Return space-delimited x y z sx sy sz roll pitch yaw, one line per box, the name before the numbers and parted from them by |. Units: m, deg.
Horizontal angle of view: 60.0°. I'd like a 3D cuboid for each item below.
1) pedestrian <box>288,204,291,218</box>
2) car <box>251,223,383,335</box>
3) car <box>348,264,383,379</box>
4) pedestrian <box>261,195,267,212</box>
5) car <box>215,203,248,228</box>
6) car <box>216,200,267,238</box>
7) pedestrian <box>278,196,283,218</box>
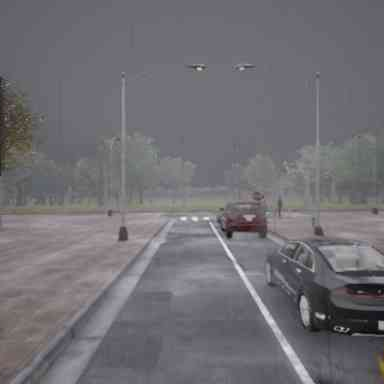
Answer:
pedestrian | 8.018 1.548 27.324 0.500 1.100 0.500 0 0 0
car | 2.639 1.563 6.656 2.008 1.369 4.403 0 0 0
car | 2.637 1.527 1.282 1.752 1.417 4.829 0 0 0
pedestrian | 6.018 1.195 27.925 0.375 1.860 0.375 0 0 0
car | 2.644 1.570 23.463 1.752 1.417 4.829 0 0 0
car | 2.642 1.348 17.748 2.192 1.841 5.009 0 0 0
pedestrian | 7.018 1.184 26.724 0.375 1.860 0.375 0 0 0
